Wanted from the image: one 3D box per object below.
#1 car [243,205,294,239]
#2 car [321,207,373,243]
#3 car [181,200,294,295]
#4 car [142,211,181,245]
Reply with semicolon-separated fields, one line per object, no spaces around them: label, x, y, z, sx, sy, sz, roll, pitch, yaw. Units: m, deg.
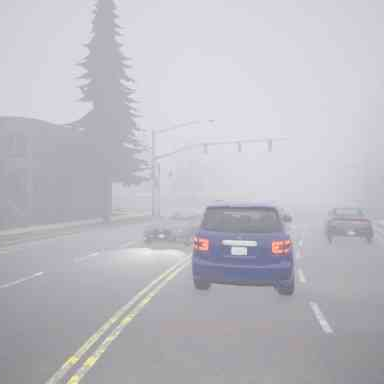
car;4.473;1.547;18.726;2.033;1.411;5.357;0;0;21
car;7.467;1.492;16.212;2.128;1.511;4.902;0;0;19
car;1.489;1.221;8.990;2.150;2.045;5.566;0;0;13
car;-0.567;1.565;15.119;1.994;1.385;4.181;0;0;19
